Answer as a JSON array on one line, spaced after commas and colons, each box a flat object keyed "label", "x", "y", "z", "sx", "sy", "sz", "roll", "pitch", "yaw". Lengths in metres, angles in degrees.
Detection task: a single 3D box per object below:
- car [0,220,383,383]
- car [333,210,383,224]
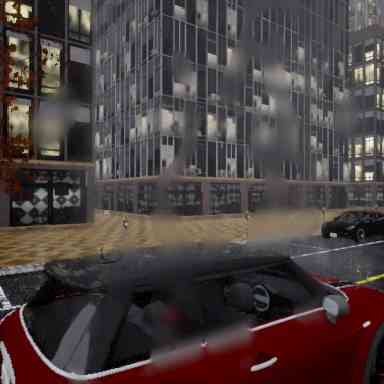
[{"label": "car", "x": 0.404, "y": 1.351, "z": 3.606, "sx": 4.553, "sy": 1.767, "sz": 2.097, "roll": 0, "pitch": 0, "yaw": -35}, {"label": "car", "x": 8.140, "y": 1.563, "z": 16.226, "sx": 4.313, "sy": 1.339, "sz": 1.947, "roll": 0, "pitch": 0, "yaw": -36}]
